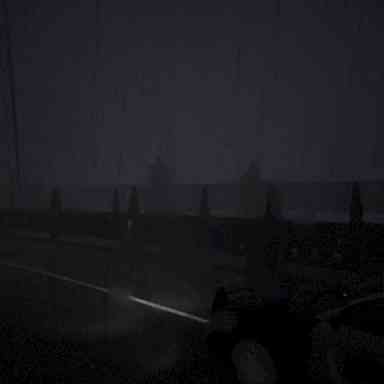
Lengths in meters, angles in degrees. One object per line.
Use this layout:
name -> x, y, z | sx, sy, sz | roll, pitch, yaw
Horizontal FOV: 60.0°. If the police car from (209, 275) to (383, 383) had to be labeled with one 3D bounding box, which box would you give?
police car -> 2.443, 1.538, 3.486 | 5.238, 1.638, 1.930 | -1, -2, 44
